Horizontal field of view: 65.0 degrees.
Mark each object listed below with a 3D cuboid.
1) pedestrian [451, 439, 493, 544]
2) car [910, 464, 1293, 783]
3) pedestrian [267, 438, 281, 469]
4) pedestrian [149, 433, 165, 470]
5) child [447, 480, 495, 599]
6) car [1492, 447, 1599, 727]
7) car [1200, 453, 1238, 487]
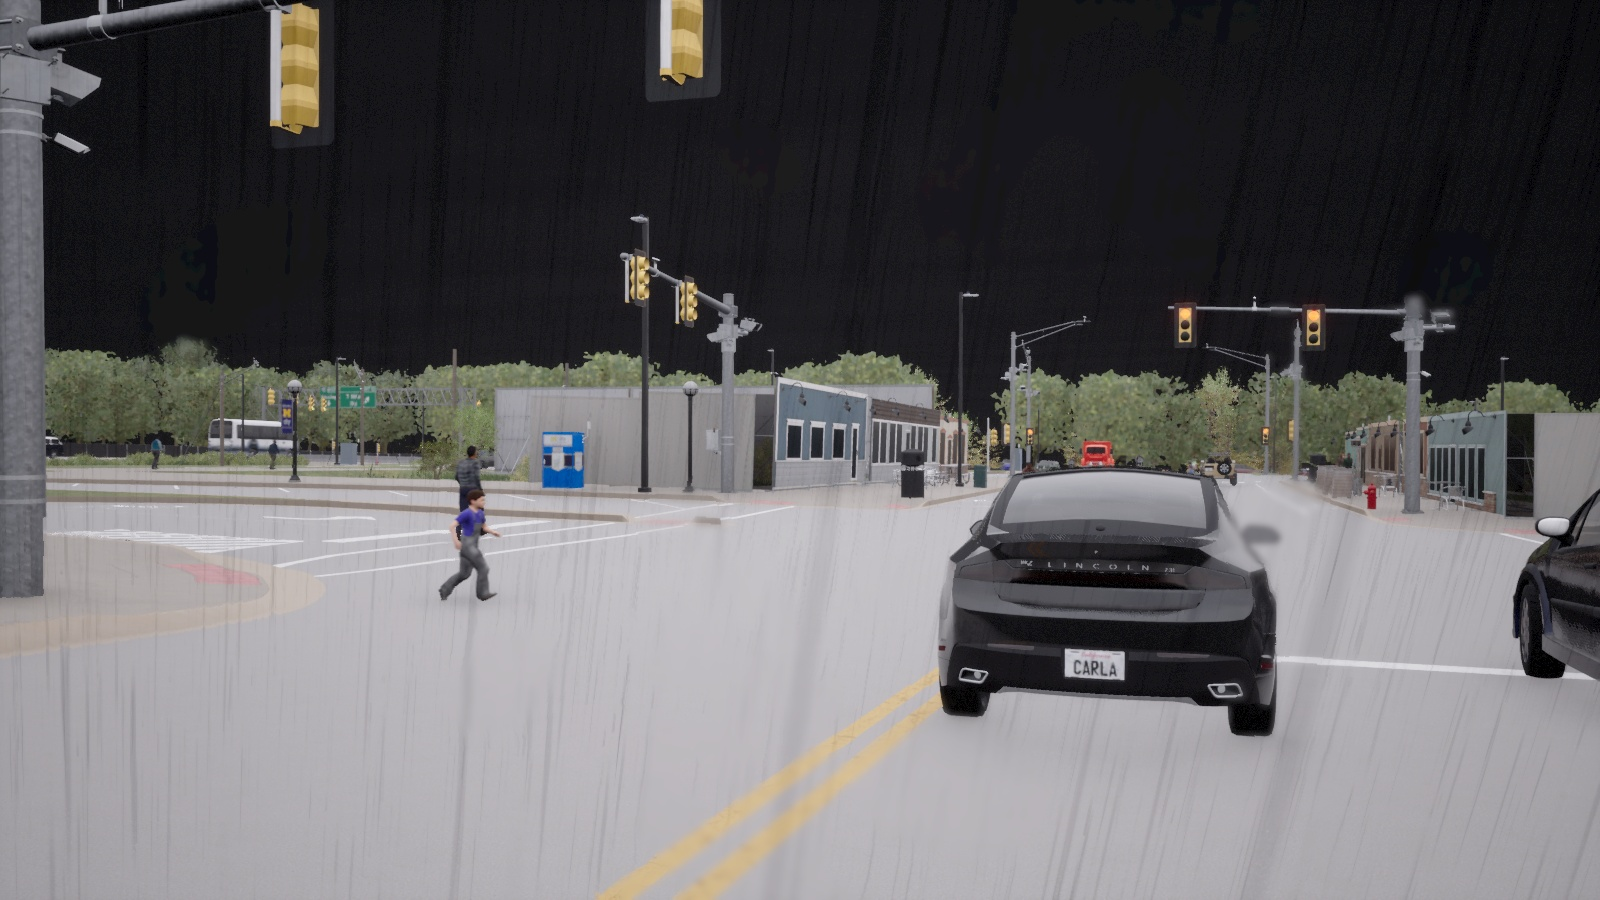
[{"bbox_3d":[-6.236,0.771,23.887,0.423,1.949,0.788,1,1,16],"label":"pedestrian"},{"bbox_3d":[2.155,0.886,8.577,1.837,1.490,4.892,1,-1,17],"label":"car"},{"bbox_3d":[-30.934,0.203,73.828,0.402,1.842,0.726,1,1,17],"label":"pedestrian"},{"bbox_3d":[-33.677,0.063,65.766,0.396,1.930,0.692,1,1,17],"label":"pedestrian"},{"bbox_3d":[-3.543,0.959,13.522,0.437,1.263,0.270,0,1,0],"label":"child"},{"bbox_3d":[5.806,0.822,7.885,1.851,1.617,3.988,1,-1,18],"label":"car"},{"bbox_3d":[23.680,1.096,71.104,1.932,1.855,4.605,1,0,17],"label":"car"}]
